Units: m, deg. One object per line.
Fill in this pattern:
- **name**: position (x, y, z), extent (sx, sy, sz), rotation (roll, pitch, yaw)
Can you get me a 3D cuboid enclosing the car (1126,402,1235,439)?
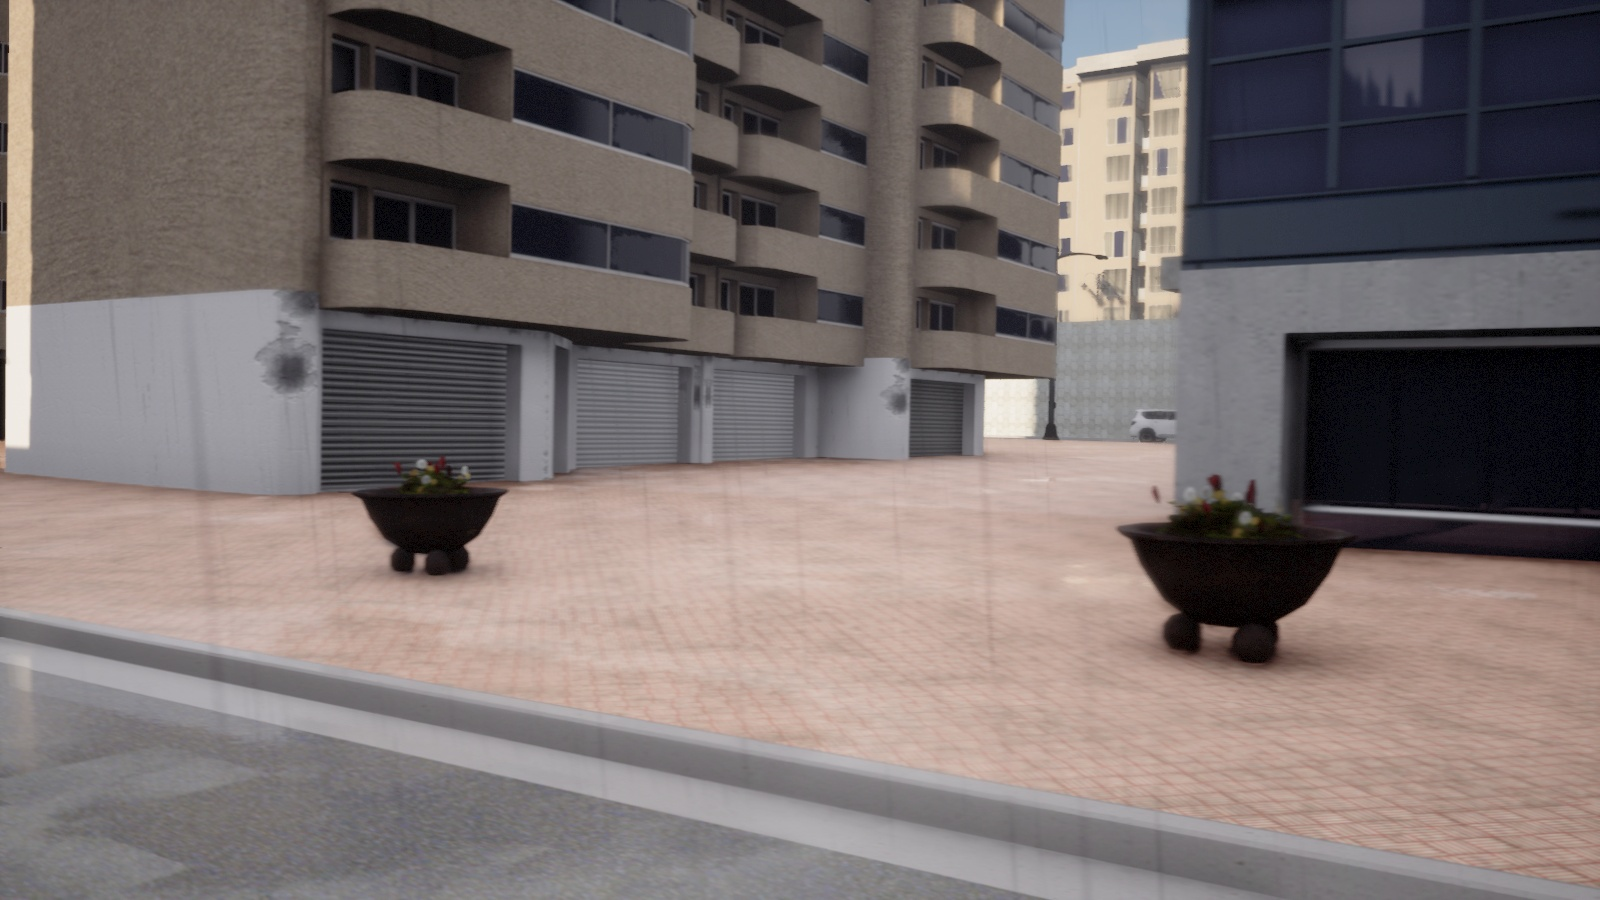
- **car**: position (21.784, -1.715, 71.979), extent (5.566, 2.045, 2.150), rotation (1, 2, 35)
